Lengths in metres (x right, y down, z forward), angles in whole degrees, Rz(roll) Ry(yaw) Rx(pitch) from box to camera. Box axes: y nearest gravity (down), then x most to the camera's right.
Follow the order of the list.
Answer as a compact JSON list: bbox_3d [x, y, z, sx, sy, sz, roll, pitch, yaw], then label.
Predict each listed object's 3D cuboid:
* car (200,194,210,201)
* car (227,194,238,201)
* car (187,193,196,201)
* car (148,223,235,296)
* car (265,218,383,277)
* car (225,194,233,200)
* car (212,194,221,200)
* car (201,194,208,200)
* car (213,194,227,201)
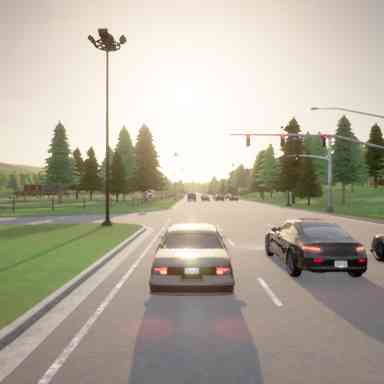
[{"bbox_3d":[3.455,1.521,83.516,2.033,1.411,5.357,0,0,0],"label":"car"},{"bbox_3d":[10.455,1.577,83.966,1.895,1.301,4.718,0,0,0],"label":"car"},{"bbox_3d":[-0.045,1.207,83.544,2.150,2.045,5.566,0,0,0],"label":"car"},{"bbox_3d":[0.000,1.546,8.828,2.033,1.411,5.357,0,0,0],"label":"car"},{"bbox_3d":[3.514,1.524,10.107,1.812,1.442,4.674,0,0,0],"label":"car"},{"bbox_3d":[10.449,1.345,93.939,1.812,1.442,4.674,0,0,0],"label":"car"},{"bbox_3d":[6.949,1.361,93.937,2.033,1.411,5.357,0,0,0],"label":"car"},{"bbox_3d":[3.449,1.299,93.936,1.882,1.535,5.008,0,0,0],"label":"car"},{"bbox_3d":[6.955,1.337,83.904,2.097,1.767,4.553,0,0,0],"label":"car"}]
